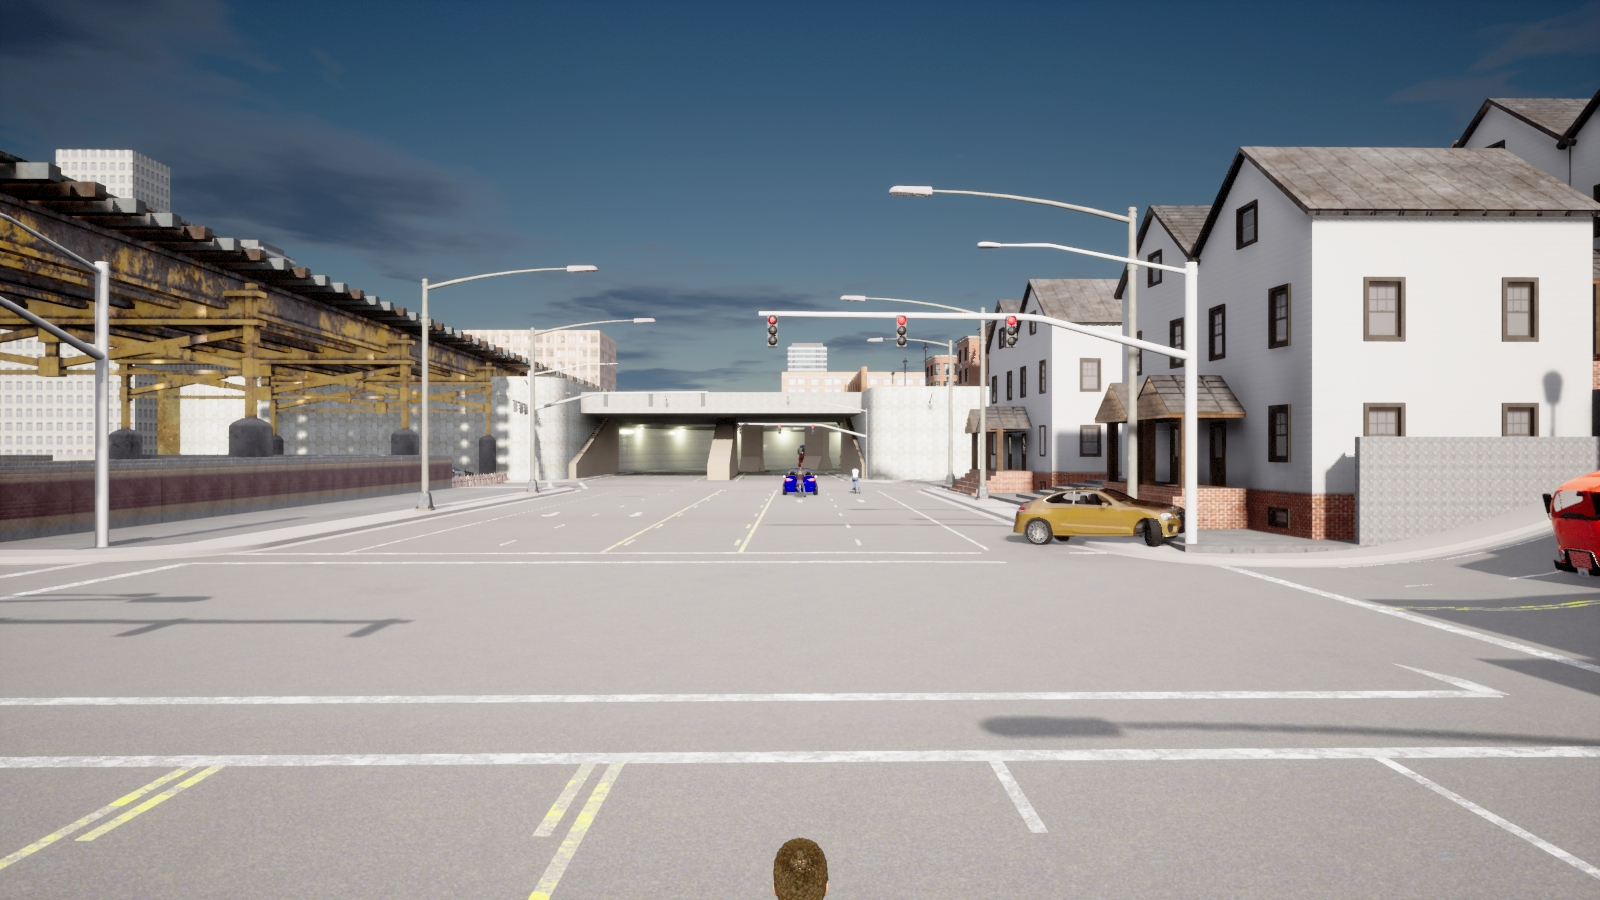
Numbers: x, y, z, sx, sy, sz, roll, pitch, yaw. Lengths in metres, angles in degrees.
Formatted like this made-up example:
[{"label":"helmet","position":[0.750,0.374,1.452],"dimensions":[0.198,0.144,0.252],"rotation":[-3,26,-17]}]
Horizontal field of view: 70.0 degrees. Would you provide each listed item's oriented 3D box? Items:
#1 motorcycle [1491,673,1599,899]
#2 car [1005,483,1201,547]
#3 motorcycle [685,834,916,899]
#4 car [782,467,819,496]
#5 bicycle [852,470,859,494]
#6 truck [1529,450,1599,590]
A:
[{"label":"motorcycle","position":[3.504,1.905,3.984],"dimensions":[0.764,1.802,2.356],"rotation":[0,0,0]},{"label":"car","position":[8.816,1.903,33.461],"dimensions":[5.027,1.651,2.152],"rotation":[-3,0,36]},{"label":"motorcycle","position":[0.002,2.172,3.626],"dimensions":[0.803,1.224,2.033],"rotation":[0,0,0]},{"label":"car","position":[0.007,1.942,71.643],"dimensions":[2.242,1.667,4.611],"rotation":[0,0,0]},{"label":"bicycle","position":[3.507,2.018,72.556],"dimensions":[0.373,1.521,1.643],"rotation":[0,0,0]},{"label":"truck","position":[18.208,0.932,22.793],"dimensions":[5.204,2.467,2.627],"rotation":[-15,0,-1]}]
